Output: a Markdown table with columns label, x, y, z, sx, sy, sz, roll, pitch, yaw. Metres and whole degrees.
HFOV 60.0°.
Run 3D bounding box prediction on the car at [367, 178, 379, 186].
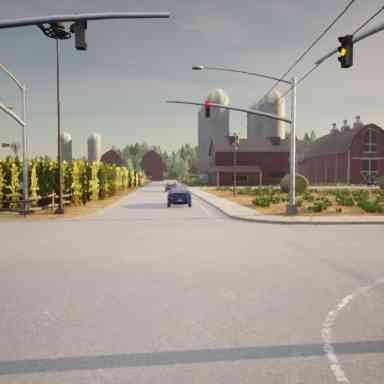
| label | x | y | z | sx | sy | sz | roll | pitch | yaw |
| --- | --- | --- | --- | --- | --- | --- | --- | --- | --- |
| car | 42.392 | -2.310 | 77.481 | 1.905 | 1.878 | 3.866 | 10 | 10 | 41 |

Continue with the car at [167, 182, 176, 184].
| label | x | y | z | sx | sy | sz | roll | pitch | yaw |
| --- | --- | --- | --- | --- | --- | --- | --- | --- | --- |
| car | -3.326 | -0.797 | 52.803 | 2.128 | 1.511 | 4.902 | 0 | 3 | -5 |

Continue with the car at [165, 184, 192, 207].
| label | x | y | z | sx | sy | sz | roll | pitch | yaw |
| --- | --- | --- | --- | --- | --- | --- | --- | --- | --- |
| car | -1.104 | 0.354 | 27.571 | 1.882 | 1.535 | 5.008 | 0 | 3 | -4 |
